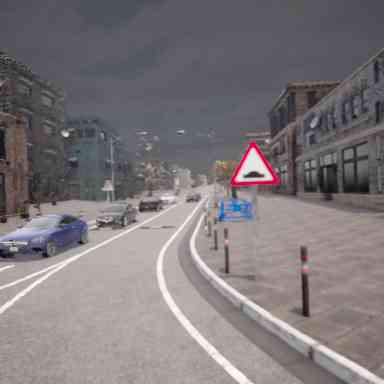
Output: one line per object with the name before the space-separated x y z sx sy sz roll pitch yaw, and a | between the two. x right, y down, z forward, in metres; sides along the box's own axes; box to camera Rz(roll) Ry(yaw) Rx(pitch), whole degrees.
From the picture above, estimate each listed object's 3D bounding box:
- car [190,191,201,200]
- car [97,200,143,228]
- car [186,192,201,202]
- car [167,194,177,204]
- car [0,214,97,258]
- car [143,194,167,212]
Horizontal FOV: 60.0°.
car | 0.725 0.652 61.399 1.812 1.442 4.674 -2 1 4
car | -5.062 1.508 22.850 1.837 1.490 4.892 -2 1 4
car | 0.114 0.803 51.155 2.033 1.411 5.357 -2 1 4
car | -3.348 0.955 47.083 1.812 1.442 4.674 -2 1 4
car | -5.857 1.675 13.735 1.812 1.442 4.674 -2 0 6
car | -4.223 1.202 34.810 1.882 1.535 5.008 -2 1 4
